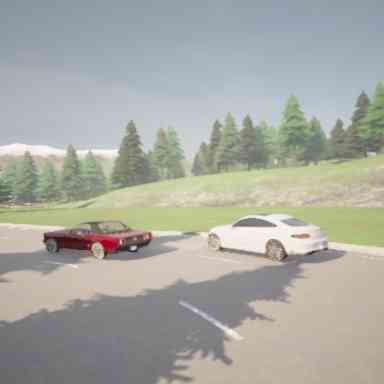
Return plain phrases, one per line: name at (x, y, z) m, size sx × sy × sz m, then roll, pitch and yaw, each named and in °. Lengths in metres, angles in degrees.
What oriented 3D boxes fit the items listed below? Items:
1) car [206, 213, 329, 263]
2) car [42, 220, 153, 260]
car at (2.484, 1.491, 11.913) m, size 1.812 × 1.442 × 4.674 m, roll -1°, pitch -1°, yaw -38°
car at (-3.907, 1.795, 13.247) m, size 4.718 × 1.301 × 1.895 m, roll -2°, pitch 0°, yaw 36°
